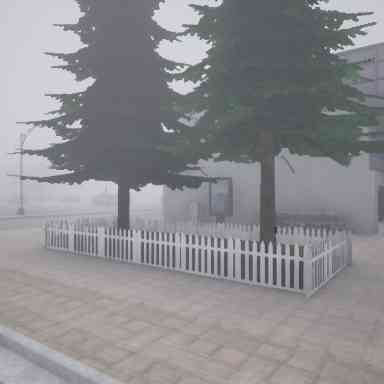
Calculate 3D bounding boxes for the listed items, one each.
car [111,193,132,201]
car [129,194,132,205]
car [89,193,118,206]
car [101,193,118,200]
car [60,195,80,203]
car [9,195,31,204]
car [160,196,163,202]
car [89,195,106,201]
[{"bbox_3d":[-15.703,1.096,74.092,4.605,1.855,1.932,0,0,36],"label":"car"},{"bbox_3d":[-11.031,1.075,50.979,3.866,1.878,1.905,0,0,36],"label":"car"},{"bbox_3d":[-12.408,1.095,48.387,4.605,1.855,1.932,0,0,36],"label":"car"},{"bbox_3d":[-20.128,1.076,81.381,3.866,1.878,1.905,0,0,36],"label":"car"},{"bbox_3d":[-23.611,1.296,64.442,4.514,1.523,2.007,0,0,36],"label":"car"},{"bbox_3d":[-29.528,1.318,56.389,3.633,1.501,1.845,0,0,36],"label":"car"},{"bbox_3d":[-3.499,1.152,61.321,5.027,1.636,2.152,0,0,36],"label":"car"},{"bbox_3d":[-22.579,1.360,79.053,3.806,1.475,1.970,0,0,36],"label":"car"}]
